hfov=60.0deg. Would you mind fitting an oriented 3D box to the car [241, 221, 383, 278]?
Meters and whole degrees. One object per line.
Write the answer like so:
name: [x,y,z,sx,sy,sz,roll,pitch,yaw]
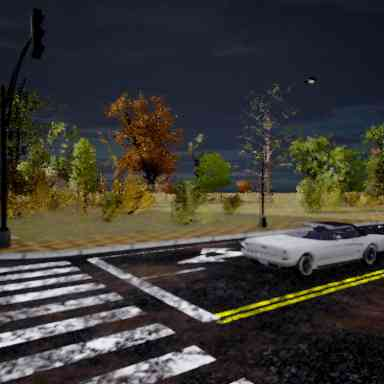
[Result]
car: [3.828,1.584,10.193,4.718,1.301,1.895,0,0,-31]
